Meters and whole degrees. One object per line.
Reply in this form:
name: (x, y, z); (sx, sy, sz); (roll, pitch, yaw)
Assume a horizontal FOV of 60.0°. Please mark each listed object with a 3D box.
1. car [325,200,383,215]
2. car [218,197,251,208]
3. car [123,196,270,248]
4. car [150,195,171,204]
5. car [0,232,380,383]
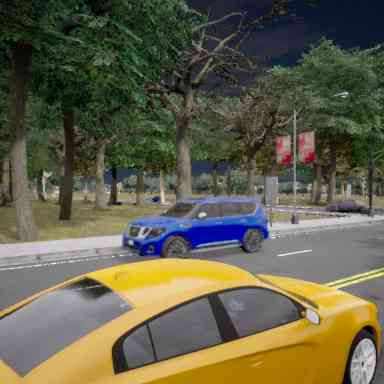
car: (16.123, 1.542, 33.354); (2.033, 1.411, 5.357); (0, 0, -33)
car: (6.031, 1.478, 47.618); (1.837, 1.490, 4.892); (0, 0, -35)
car: (0.358, 1.224, 11.925); (5.566, 2.045, 2.150); (0, 0, -35)
car: (-6.180, 1.443, 64.883); (1.882, 1.535, 5.008); (0, 0, -35)
car: (0.047, 1.478, 3.475); (5.008, 1.535, 1.882); (0, 0, -36)
